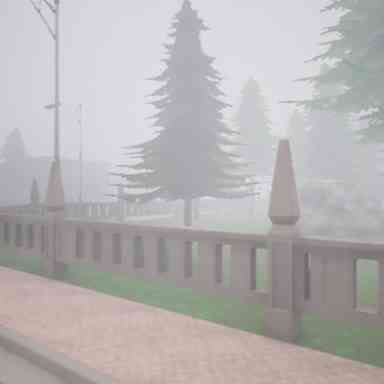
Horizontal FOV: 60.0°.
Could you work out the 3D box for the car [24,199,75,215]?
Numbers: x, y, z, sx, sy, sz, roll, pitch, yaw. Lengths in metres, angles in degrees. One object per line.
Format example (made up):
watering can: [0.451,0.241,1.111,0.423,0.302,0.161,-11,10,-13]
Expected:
car: [-13.226,1.500,32.291,2.128,1.511,4.902,0,0,36]
